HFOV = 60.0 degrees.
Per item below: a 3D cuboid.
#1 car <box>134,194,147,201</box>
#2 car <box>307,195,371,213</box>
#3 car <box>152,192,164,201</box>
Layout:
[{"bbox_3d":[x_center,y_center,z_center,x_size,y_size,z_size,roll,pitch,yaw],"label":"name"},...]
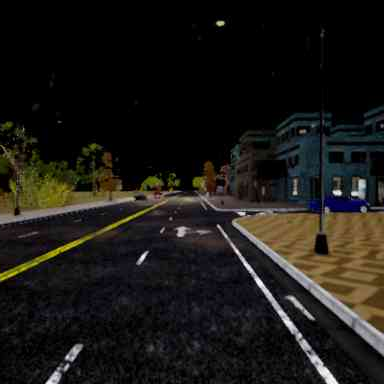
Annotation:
[{"bbox_3d":[-9.762,1.046,63.940,2.033,1.411,5.357,0,0,0],"label":"car"},{"bbox_3d":[12.241,0.999,27.796,5.008,1.535,1.882,-1,0,-1],"label":"car"},{"bbox_3d":[-6.521,0.851,63.998,2.097,1.767,4.553,0,0,0],"label":"car"}]
